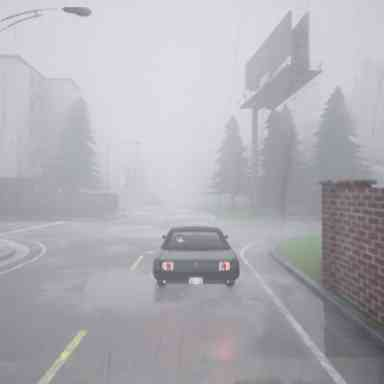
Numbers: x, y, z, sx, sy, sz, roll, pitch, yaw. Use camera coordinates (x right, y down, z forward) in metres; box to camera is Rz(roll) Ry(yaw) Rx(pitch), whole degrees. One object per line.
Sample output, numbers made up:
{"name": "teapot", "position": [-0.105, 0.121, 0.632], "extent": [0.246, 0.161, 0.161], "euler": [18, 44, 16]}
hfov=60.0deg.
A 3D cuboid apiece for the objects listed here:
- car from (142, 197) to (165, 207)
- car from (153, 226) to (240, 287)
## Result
{"name": "car", "position": [-6.121, 1.547, 52.362], "extent": [2.033, 1.411, 5.357], "euler": [0, 0, -29]}
{"name": "car", "position": [0.089, 1.601, 9.301], "extent": [1.895, 1.301, 4.718], "euler": [0, 0, 0]}
